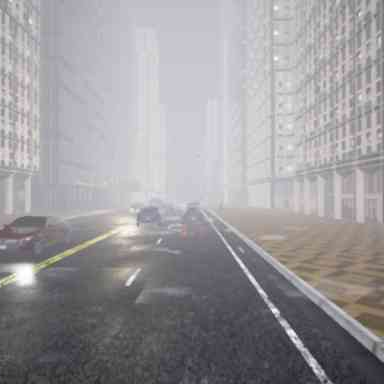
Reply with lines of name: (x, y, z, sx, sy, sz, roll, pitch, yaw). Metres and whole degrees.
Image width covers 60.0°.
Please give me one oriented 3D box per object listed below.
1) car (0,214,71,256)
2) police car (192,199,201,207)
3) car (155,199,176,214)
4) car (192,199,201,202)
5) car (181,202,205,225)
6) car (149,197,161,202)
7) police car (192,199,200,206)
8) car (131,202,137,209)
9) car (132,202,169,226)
car: (-6.598, 1.689, 13.947, 1.812, 1.442, 4.674, 0, -1, 0)
police car: (0.956, 2.378, 71.919, 1.930, 1.638, 5.238, 0, -1, 0)
car: (-3.164, 2.033, 43.016, 2.128, 1.511, 4.902, 0, -1, 0)
car: (0.076, 2.013, 42.727, 1.882, 1.535, 5.008, 0, -1, 0)
car: (0.096, 1.858, 27.486, 1.812, 1.442, 4.674, 0, -1, 0)
car: (-6.536, 2.001, 60.254, 2.150, 2.045, 5.566, 0, -1, 0)
police car: (0.954, 2.534, 81.919, 1.930, 1.638, 5.238, 0, -1, 0)
car: (-9.781, 2.378, 60.139, 1.895, 1.301, 4.718, 0, -1, 0)
car: (-3.155, 1.794, 26.239, 1.882, 1.535, 5.008, 0, -1, 0)
